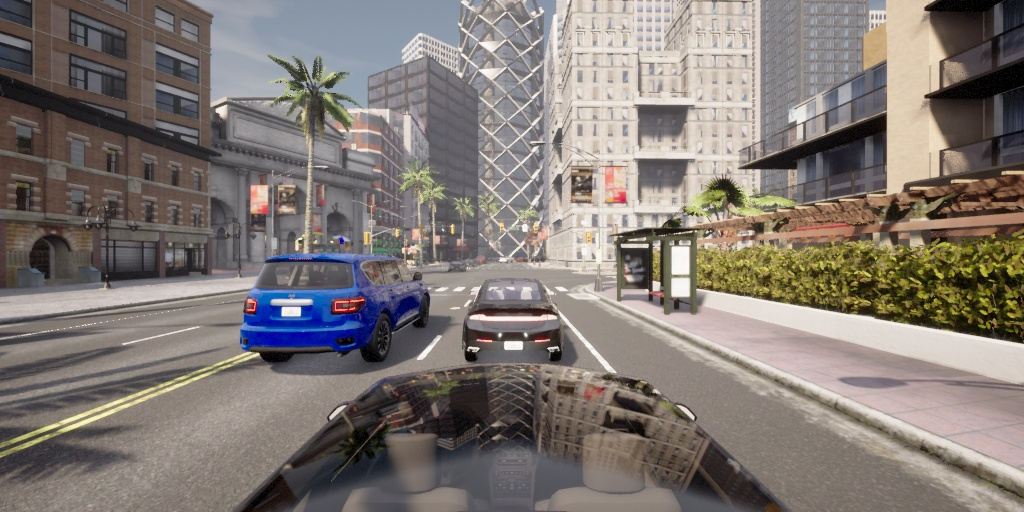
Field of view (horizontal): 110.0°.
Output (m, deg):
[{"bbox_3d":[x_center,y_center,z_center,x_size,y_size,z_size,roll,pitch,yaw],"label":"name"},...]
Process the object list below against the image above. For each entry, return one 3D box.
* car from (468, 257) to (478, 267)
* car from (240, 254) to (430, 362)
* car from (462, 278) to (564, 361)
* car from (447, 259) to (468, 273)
[{"bbox_3d":[-7.705,1.255,63.697,1.837,1.490,4.892,0,0,0],"label":"car"},{"bbox_3d":[-3.487,0.971,8.333,2.150,2.045,5.566,0,0,0],"label":"car"},{"bbox_3d":[0.014,1.242,8.246,2.128,1.511,4.902,0,0,0],"label":"car"},{"bbox_3d":[-6.794,1.314,43.591,1.994,1.385,4.181,0,0,-12],"label":"car"}]
